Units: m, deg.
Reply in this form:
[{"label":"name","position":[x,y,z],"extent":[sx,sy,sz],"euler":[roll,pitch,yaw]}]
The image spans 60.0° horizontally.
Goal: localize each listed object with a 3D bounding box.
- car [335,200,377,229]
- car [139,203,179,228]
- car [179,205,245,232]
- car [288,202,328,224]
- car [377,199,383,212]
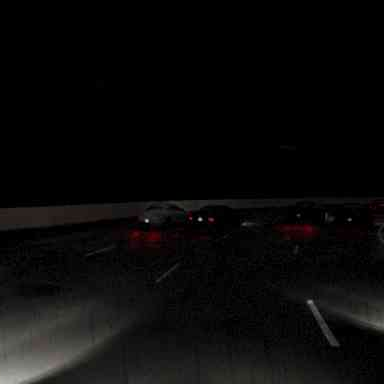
[{"label":"car","position":[10.653,1.477,21.698],"extent":[1.882,1.535,5.008],"euler":[0,0,33]},{"label":"car","position":[-1.659,1.469,21.589],"extent":[1.812,1.442,4.674],"euler":[0,0,25]},{"label":"car","position":[1.547,1.509,19.933],"extent":[2.033,1.411,5.357],"euler":[0,0,26]},{"label":"car","position":[8.726,1.461,24.919],"extent":[1.882,1.535,5.008],"euler":[0,0,34]},{"label":"car","position":[21.349,1.540,36.802],"extent":[4.674,1.442,1.812],"euler":[0,0,-37]}]
